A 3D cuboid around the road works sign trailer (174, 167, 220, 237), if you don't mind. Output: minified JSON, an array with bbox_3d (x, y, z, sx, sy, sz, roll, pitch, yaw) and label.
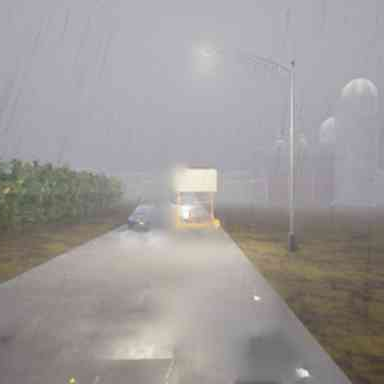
[{"bbox_3d":[0.186,0.448,17.981,2.380,3.560,2.880,0,0,-4],"label":"road works sign trailer"}]

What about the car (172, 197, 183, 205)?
[{"bbox_3d":[-2.787,1.672,63.024,2.128,1.511,4.902,0,0,1],"label":"car"}]

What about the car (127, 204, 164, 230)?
[{"bbox_3d":[-2.845,1.512,21.115,1.812,1.442,4.674,0,0,0],"label":"car"}]
